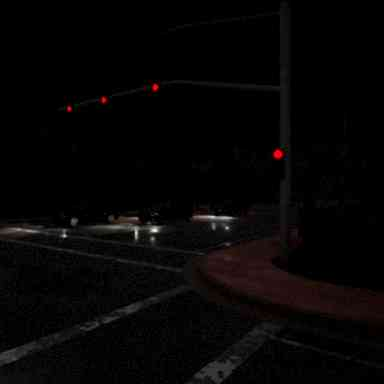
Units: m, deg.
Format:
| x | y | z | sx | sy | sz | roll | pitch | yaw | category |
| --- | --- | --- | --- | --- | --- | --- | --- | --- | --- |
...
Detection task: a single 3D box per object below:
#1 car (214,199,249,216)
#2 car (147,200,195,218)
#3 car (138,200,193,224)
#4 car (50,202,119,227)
| x | y | z | sx | sy | sz | roll | pitch | yaw | category |
| --- | --- | --- | --- | --- | --- | --- | --- | --- | --- |
| 3.987 | 1.516 | 33.108 | 1.837 | 1.490 | 4.892 | 0 | 0 | 36 | car |
| -1.857 | 1.518 | 30.994 | 1.837 | 1.490 | 4.892 | 0 | 0 | 36 | car |
| -1.873 | 1.488 | 24.970 | 1.882 | 1.535 | 5.008 | 0 | 0 | 36 | car |
| -7.389 | 1.491 | 23.279 | 1.882 | 1.535 | 5.008 | 0 | 0 | 36 | car |
